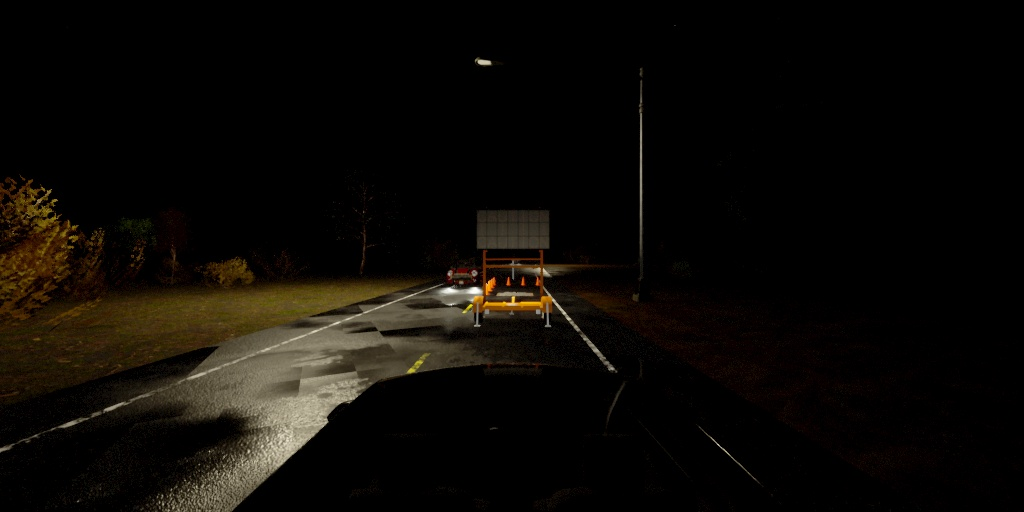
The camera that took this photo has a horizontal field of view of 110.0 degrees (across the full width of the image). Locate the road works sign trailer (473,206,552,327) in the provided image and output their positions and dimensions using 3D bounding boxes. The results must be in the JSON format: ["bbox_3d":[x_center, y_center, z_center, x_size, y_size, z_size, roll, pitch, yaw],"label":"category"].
[{"bbox_3d":[0.038,0.214,11.533,2.380,3.560,2.880,0,0,1],"label":"road works sign trailer"}]

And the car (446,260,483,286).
[{"bbox_3d":[-3.155,1.100,24.989,2.097,1.767,4.553,0,0,2],"label":"car"}]
